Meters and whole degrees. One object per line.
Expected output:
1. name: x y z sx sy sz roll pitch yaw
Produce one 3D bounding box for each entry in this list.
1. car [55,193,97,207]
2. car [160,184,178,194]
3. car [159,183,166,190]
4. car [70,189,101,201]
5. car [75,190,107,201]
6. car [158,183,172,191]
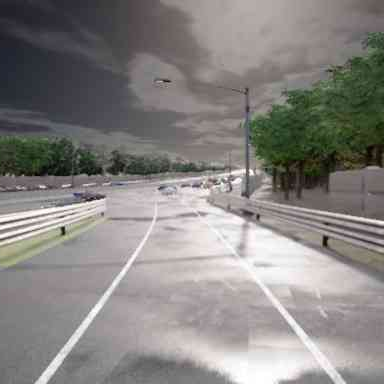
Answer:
1. car: -12.043 1.178 34.087 1.994 1.385 4.181 1 3 14
2. car: -4.225 -0.311 65.089 1.812 1.442 4.674 1 3 14
3. car: -5.077 -0.812 75.961 2.033 1.411 5.357 1 3 14
4. car: -15.543 0.393 48.921 1.882 1.535 5.008 1 3 14
5. car: -13.112 0.738 44.251 1.895 1.301 4.718 1 3 14
6. car: -6.728 -1.366 83.723 2.097 1.767 4.553 1 3 14
